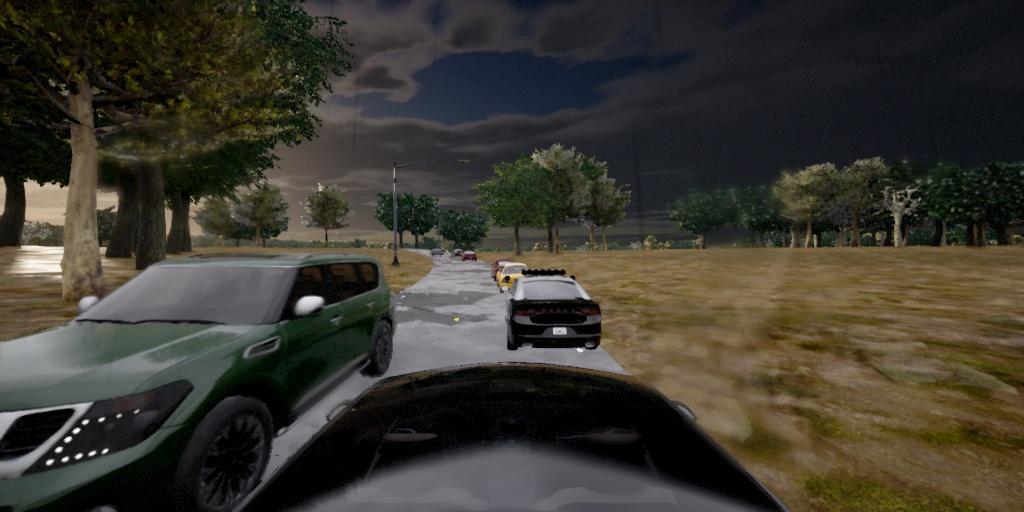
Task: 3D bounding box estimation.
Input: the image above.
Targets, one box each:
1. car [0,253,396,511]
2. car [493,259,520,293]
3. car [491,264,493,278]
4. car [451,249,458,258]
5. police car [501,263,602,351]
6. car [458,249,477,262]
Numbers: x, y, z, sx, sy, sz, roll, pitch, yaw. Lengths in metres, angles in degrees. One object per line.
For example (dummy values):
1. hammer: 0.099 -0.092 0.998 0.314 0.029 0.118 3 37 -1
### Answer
1. car: -3.173 0.969 4.454 2.150 2.045 5.566 0 0 -1
2. car: 0.127 1.023 19.292 1.801 1.575 5.366 -2 2 -5
3. car: -0.455 0.938 25.151 1.812 1.442 4.674 -1 1 -7
4. car: -9.636 -0.548 63.357 1.837 1.490 4.892 0 3 -19
5. police car: 0.780 1.146 9.129 1.930 1.638 5.238 0 0 -2
6. car: -6.196 -0.019 51.184 1.882 1.535 5.008 0 2 -14
